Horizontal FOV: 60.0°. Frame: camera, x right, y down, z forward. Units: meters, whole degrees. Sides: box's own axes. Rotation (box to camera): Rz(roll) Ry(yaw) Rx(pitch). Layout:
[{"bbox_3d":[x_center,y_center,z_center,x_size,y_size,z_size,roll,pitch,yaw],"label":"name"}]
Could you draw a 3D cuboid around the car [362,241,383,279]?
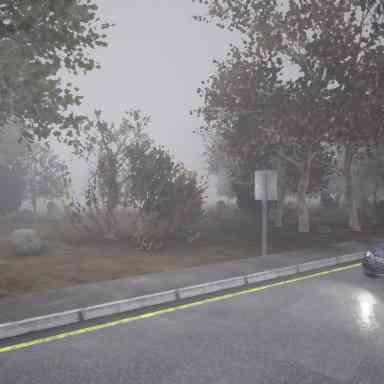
[{"bbox_3d":[6.449,1.527,8.877,4.674,1.442,1.812,0,0,-35],"label":"car"}]
